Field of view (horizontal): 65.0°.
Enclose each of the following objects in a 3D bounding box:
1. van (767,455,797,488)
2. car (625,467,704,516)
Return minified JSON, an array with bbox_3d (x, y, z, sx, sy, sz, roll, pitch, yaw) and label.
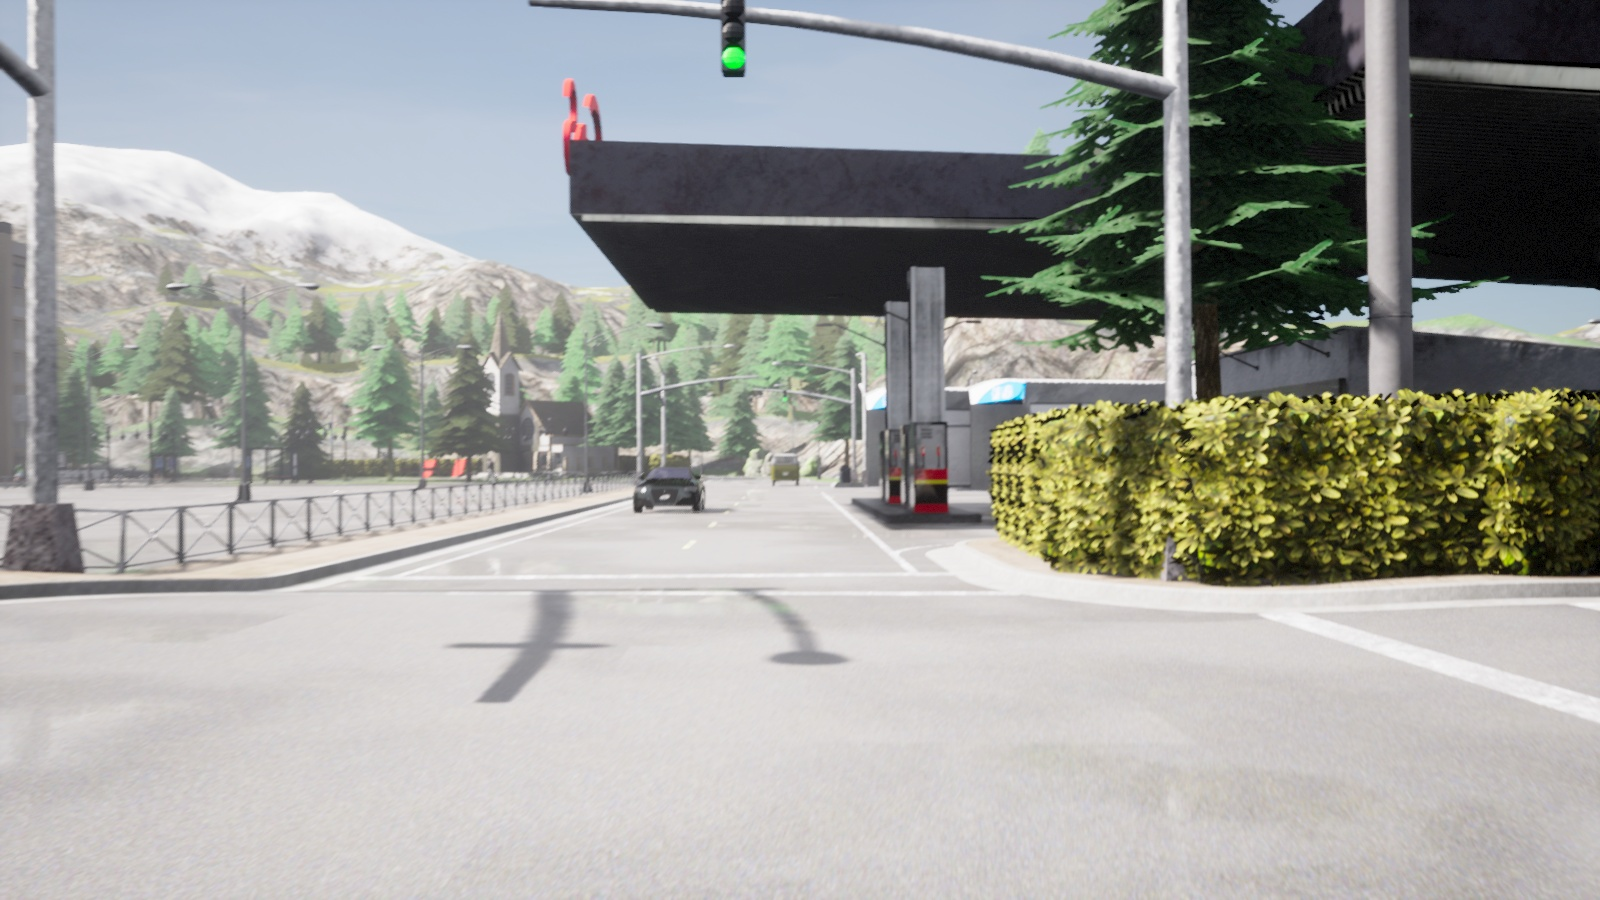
[{"bbox_3d":[-1.121,1.294,77.676,1.775,1.987,4.442,0,-1,-1],"label":"van"},{"bbox_3d":[-4.068,1.240,38.371,1.994,1.385,4.181,0,-1,-1],"label":"car"}]
